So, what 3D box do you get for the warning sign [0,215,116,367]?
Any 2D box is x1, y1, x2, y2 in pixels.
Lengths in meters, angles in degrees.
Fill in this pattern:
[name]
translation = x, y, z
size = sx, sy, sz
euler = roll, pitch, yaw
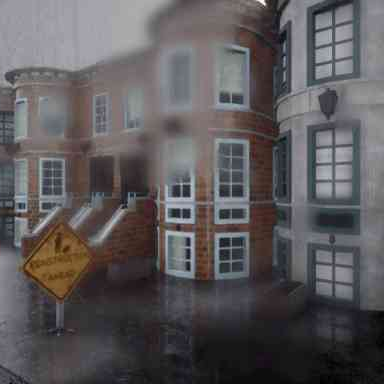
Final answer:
[warning sign]
translation = -2.036, 1.335, 5.137
size = 1.060, 1.860, 1.300
euler = 0, 0, 36
